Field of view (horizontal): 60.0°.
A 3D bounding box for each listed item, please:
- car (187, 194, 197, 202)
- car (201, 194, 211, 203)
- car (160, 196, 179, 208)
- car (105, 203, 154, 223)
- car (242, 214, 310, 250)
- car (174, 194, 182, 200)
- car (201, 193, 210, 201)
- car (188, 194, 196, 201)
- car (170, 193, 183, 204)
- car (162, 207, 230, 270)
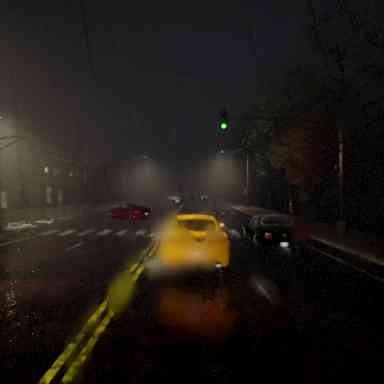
[{"bbox_3d":[0.015,1.529,73.344,1.837,1.490,4.892,0,0,0],"label":"car"},{"bbox_3d":[3.265,1.554,73.342,2.128,1.511,4.902,0,0,0],"label":"car"},{"bbox_3d":[-3.319,1.589,47.118,1.994,1.385,4.181,0,0,0],"label":"car"},{"bbox_3d":[-4.913,1.580,25.871,4.181,1.385,1.994,0,0,40],"label":"car"},{"bbox_3d":[3.355,1.611,14.279,1.895,1.301,4.718,0,0,0],"label":"car"},{"bbox_3d":[-3.231,1.153,77.928,1.837,1.490,4.892,0,0,0],"label":"car"},{"bbox_3d":[3.268,1.227,83.732,2.097,1.767,4.553,0,0,0],"label":"car"},{"bbox_3d":[0.018,1.350,83.762,1.882,1.535,5.008,0,0,0],"label":"car"},{"bbox_3d":[-3.261,1.252,62.642,2.150,2.045,5.566,0,0,1],"label":"car"},{"bbox_3d":[0.092,1.485,11.072,1.882,1.535,5.008,0,0,0],"label":"car"}]
